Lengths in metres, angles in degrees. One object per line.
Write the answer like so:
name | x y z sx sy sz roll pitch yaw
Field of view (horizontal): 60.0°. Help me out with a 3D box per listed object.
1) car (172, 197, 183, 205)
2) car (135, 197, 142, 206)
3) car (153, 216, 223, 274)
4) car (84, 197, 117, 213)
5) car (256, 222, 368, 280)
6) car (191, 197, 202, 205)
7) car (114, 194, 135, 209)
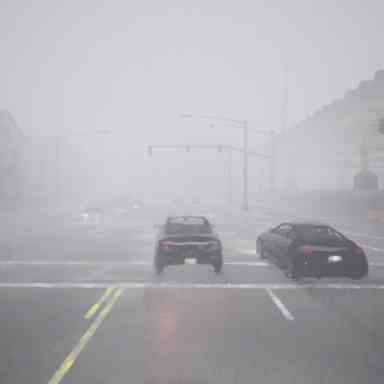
car | -2.677 1.613 61.427 2.033 1.411 5.357 0 0 1
car | -9.810 1.625 57.285 1.994 1.385 4.181 0 0 2
car | -0.200 1.504 10.673 2.128 1.511 4.902 0 0 -4
car | -10.371 1.587 37.381 2.033 1.411 5.357 0 0 2
car | 3.332 1.576 10.036 1.994 1.385 4.181 0 0 -4
car | 0.822 1.613 61.340 2.033 1.411 5.357 0 0 1
car | -10.116 1.272 47.313 2.150 2.045 5.566 0 0 2
